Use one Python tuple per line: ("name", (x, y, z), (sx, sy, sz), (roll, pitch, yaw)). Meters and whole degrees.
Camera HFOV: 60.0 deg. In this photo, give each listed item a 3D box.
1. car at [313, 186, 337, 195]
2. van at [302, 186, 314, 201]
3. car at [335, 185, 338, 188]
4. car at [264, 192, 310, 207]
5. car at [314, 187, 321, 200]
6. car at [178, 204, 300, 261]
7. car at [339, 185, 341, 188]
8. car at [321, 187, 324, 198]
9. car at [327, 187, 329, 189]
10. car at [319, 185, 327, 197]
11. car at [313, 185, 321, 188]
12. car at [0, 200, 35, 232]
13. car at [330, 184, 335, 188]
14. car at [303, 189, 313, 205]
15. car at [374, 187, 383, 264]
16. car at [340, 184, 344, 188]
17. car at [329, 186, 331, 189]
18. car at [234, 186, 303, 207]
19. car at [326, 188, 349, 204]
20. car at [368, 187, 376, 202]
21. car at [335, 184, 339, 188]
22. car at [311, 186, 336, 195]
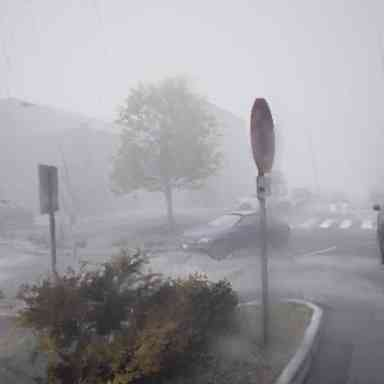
("car", (29.827, -0.415, 74.841), (4.553, 1.767, 2.185), (-3, 0, 7))
("van", (11.837, 0.492, 40.167), (4.442, 1.987, 1.878), (-3, 1, 7))
("car", (24.540, -0.008, 64.148), (5.366, 1.575, 1.946), (-3, 0, 7))
("car", (10.590, 0.833, 37.491), (4.674, 1.452, 2.002), (-3, 0, 7))
("car", (13.342, 0.631, 42.822), (5.008, 1.535, 2.097), (-3, 1, 7))
("car", (1.713, 1.460, 12.350), (4.674, 1.442, 1.812), (-2, 2, -33))
("car", (31.269, -0.334, 77.499), (4.792, 1.488, 2.163), (-3, 0, 7))
("car", (16.088, 0.510, 48.169), (4.674, 1.452, 2.002), (-3, 0, 7))
("car", (18.867, 0.184, 53.491), (4.553, 1.767, 2.185), (-3, 1, 7))
("car", (17.490, 0.263, 50.825), (4.553, 1.767, 2.185), (-3, 1, 7))
("car", (14.675, 0.426, 45.509), (4.553, 1.767, 2.185), (-3, 0, 7))
("car", (-12.377, 1.538, 21.160), (2.435, 2.045, 5.566), (-2, 0, 6))
("car", (21.615, -0.097, 58.834), (5.566, 2.045, 2.435), (-3, 0, 7))
("car", (9.408, 0.862, 34.791), (5.366, 1.575, 1.946), (-3, 0, 7))
("car", (7.252, 1.023, 10.742), (2.150, 2.045, 5.566), (-2, 2, 28))
("car", (36.712, -0.640, 88.180), (4.892, 1.521, 2.231), (-3, 0, 7))
("car", (20.250, 0.261, 56.172), (4.792, 1.488, 2.163), (-3, 0, 7))
("car", (6.450, 0.785, 29.456), (5.566, 2.045, 2.435), (-3, 1, 7))
("car", (17.372, 0.604, 39.119), (2.033, 1.411, 5.357), (-2, 1, 27))
("car", (22.577, 0.471, 39.997), (1.895, 1.301, 4.718), (-2, 1, 27))
("car", (25.744, -0.324, 66.847), (5.566, 2.045, 2.435), (-3, 0, 7))
("car", (28.451, -0.343, 72.175), (4.553, 1.767, 2.185), (-3, 0, 7))
